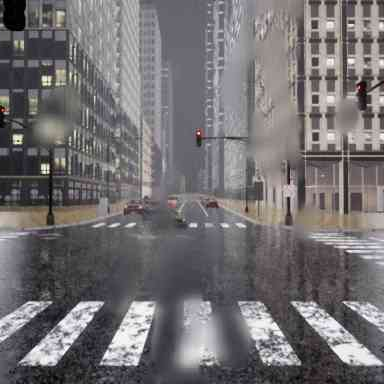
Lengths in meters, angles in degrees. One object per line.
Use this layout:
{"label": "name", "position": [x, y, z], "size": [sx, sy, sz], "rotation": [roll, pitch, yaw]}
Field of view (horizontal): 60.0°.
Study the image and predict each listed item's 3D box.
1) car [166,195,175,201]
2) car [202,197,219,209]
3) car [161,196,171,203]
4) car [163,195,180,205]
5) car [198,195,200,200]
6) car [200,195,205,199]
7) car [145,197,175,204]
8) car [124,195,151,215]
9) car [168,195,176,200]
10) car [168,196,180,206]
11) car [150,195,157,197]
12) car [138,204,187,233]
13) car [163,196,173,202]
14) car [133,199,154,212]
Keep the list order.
{"label": "car", "position": [-5.692, 1.585, 89.544], "size": [2.008, 1.369, 4.403], "rotation": [1, 0, 0]}
{"label": "car", "position": [2.695, 1.598, 45.006], "size": [1.802, 1.307, 4.206], "rotation": [1, 0, 0]}
{"label": "car", "position": [-5.689, 1.572, 72.818], "size": [1.887, 1.381, 4.507], "rotation": [1, 0, 0]}
{"label": "car", "position": [-3.103, 1.367, 45.933], "size": [2.097, 1.767, 4.553], "rotation": [0, 0, 0]}
{"label": "car", "position": [2.693, 1.589, 61.739], "size": [1.947, 1.339, 4.313], "rotation": [1, 0, 0]}
{"label": "car", "position": [2.695, 1.546, 56.332], "size": [1.752, 1.417, 4.829], "rotation": [1, 0, 0]}
{"label": "car", "position": [-3.106, 1.559, 33.378], "size": [2.033, 1.411, 5.357], "rotation": [0, 0, 0]}
{"label": "car", "position": [-5.680, 1.452, 33.792], "size": [1.967, 1.590, 4.097], "rotation": [1, 0, 0]}
{"label": "car", "position": [-5.694, 1.603, 95.119], "size": [1.947, 1.339, 4.313], "rotation": [1, 0, 0]}
{"label": "car", "position": [-3.067, 1.526, 58.466], "size": [1.837, 1.490, 4.892], "rotation": [0, 0, 0]}
{"label": "car", "position": [-5.679, 1.331, 44.943], "size": [2.192, 1.841, 5.009], "rotation": [1, 0, 0]}
{"label": "car", "position": [-1.778, 1.608, 19.834], "size": [1.895, 1.301, 4.718], "rotation": [0, 0, -18]}
{"label": "car", "position": [-5.690, 1.580, 78.393], "size": [2.008, 1.369, 4.403], "rotation": [1, 0, 0]}
{"label": "car", "position": [-5.684, 1.596, 39.367], "size": [1.802, 1.307, 4.206], "rotation": [1, 0, 0]}
